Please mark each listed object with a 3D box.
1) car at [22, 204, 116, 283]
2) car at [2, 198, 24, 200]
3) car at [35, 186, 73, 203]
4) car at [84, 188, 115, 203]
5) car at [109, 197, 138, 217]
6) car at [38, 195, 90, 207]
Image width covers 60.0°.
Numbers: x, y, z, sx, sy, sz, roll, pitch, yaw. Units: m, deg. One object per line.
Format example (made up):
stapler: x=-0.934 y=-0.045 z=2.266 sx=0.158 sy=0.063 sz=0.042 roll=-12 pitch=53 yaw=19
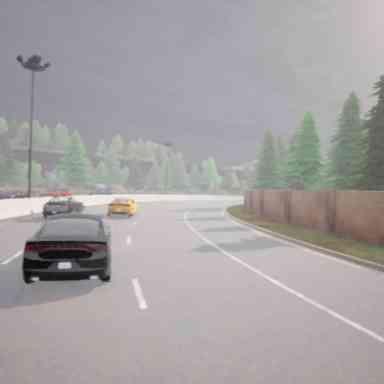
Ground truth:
car: x=-3.186 y=1.320 z=9.208 sx=1.882 sy=1.535 sz=5.008 roll=2 pitch=0 yaw=-14
car: x=-22.646 y=0.488 z=41.766 sx=1.837 sy=1.490 sz=4.892 roll=2 pitch=0 yaw=6
car: x=-18.683 y=0.336 z=45.470 sx=2.150 sy=2.045 sz=5.566 roll=2 pitch=0 yaw=8
car: x=-14.118 y=0.482 z=51.250 sx=2.150 sy=2.045 sz=5.566 roll=2 pitch=0 yaw=12
car: x=-5.561 y=1.157 z=27.247 sx=1.882 sy=1.535 sz=5.008 roll=2 pitch=0 yaw=-3
car: x=-8.839 y=1.065 z=23.246 sx=2.128 sy=1.511 sz=4.902 roll=2 pitch=0 yaw=-5
